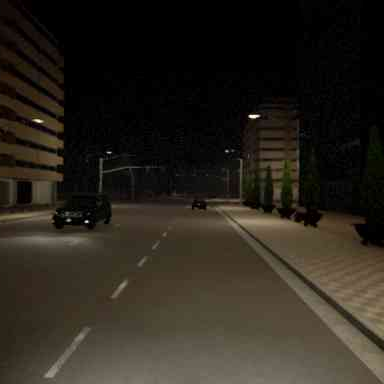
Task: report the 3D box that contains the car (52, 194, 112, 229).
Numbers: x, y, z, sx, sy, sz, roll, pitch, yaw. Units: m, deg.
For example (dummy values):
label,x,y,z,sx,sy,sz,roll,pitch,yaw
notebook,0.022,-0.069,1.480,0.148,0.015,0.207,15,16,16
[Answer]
label,x,y,z,sx,sy,sz,roll,pitch,yaw
car,-6.591,1.169,20.708,2.150,2.045,5.566,1,0,1

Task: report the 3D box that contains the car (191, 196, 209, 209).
label,x,y,z,sx,sy,sz,roll,pitch,yaw
car,0.928,1.540,44.189,1.994,1.385,4.181,1,0,1

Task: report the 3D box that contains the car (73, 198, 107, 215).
label,x,y,z,sx,sy,sz,roll,pitch,yaw
car,-9.833,1.363,32.555,1.812,1.442,4.674,1,0,1
